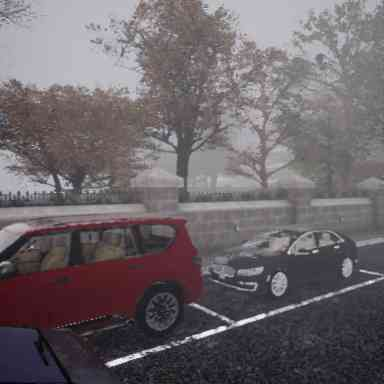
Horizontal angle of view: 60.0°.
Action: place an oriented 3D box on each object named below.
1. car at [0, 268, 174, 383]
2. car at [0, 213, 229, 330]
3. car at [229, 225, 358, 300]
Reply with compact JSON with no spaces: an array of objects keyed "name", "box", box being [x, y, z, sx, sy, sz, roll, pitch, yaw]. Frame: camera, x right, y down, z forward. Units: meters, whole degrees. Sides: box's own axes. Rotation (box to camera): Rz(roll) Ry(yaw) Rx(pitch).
[{"name":"car","box":[-2.410,1.566,1.661,4.181,1.385,1.994,0,0,-35]},{"name":"car","box":[-2.094,1.314,5.071,5.009,1.841,2.192,0,0,-35]},{"name":"car","box":[2.414,1.543,8.283,4.403,1.369,2.008,0,0,-35]}]
